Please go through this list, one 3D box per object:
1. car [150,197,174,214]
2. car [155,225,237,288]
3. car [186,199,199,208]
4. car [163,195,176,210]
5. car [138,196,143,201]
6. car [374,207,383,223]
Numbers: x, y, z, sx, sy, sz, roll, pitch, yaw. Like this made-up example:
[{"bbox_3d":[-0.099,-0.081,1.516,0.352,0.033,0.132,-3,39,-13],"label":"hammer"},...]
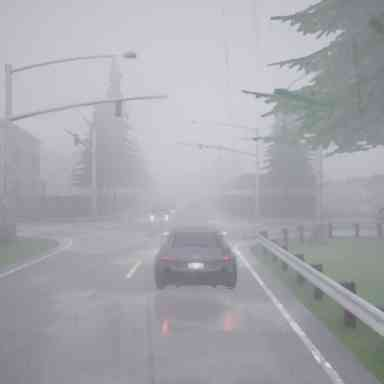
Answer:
[{"bbox_3d":[-3.551,1.724,38.967,1.882,1.535,5.008,0,0,0],"label":"car"},{"bbox_3d":[0.092,1.625,9.425,1.994,1.385,4.181,0,0,0],"label":"car"},{"bbox_3d":[0.154,1.833,53.996,2.128,1.511,4.902,0,0,0],"label":"car"},{"bbox_3d":[-3.536,1.535,49.625,2.150,2.045,5.566,0,0,0],"label":"car"},{"bbox_3d":[-16.683,1.667,93.577,3.866,1.878,1.905,0,0,0],"label":"car"},{"bbox_3d":[15.989,1.357,23.484,5.566,2.045,2.150,0,0,0],"label":"car"}]
